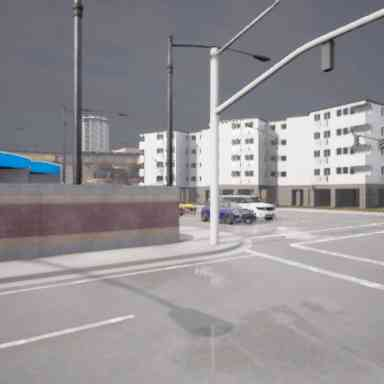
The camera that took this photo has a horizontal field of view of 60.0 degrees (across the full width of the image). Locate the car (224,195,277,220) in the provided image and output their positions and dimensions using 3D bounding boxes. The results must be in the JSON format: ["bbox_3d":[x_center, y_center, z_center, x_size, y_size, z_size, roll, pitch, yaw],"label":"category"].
[{"bbox_3d":[4.545,1.286,28.041,2.150,2.045,5.566,0,0,-35],"label":"car"}]

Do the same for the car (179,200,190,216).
[{"bbox_3d":[-2.607,1.653,31.906,1.895,1.301,4.718,0,0,-38],"label":"car"}]

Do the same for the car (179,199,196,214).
[{"bbox_3d":[-1.515,1.540,35.952,1.882,1.535,5.008,0,0,-42],"label":"car"}]

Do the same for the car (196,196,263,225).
[{"bbox_3d":[2.634,1.405,24.606,2.097,1.767,4.553,0,0,-33],"label":"car"}]
